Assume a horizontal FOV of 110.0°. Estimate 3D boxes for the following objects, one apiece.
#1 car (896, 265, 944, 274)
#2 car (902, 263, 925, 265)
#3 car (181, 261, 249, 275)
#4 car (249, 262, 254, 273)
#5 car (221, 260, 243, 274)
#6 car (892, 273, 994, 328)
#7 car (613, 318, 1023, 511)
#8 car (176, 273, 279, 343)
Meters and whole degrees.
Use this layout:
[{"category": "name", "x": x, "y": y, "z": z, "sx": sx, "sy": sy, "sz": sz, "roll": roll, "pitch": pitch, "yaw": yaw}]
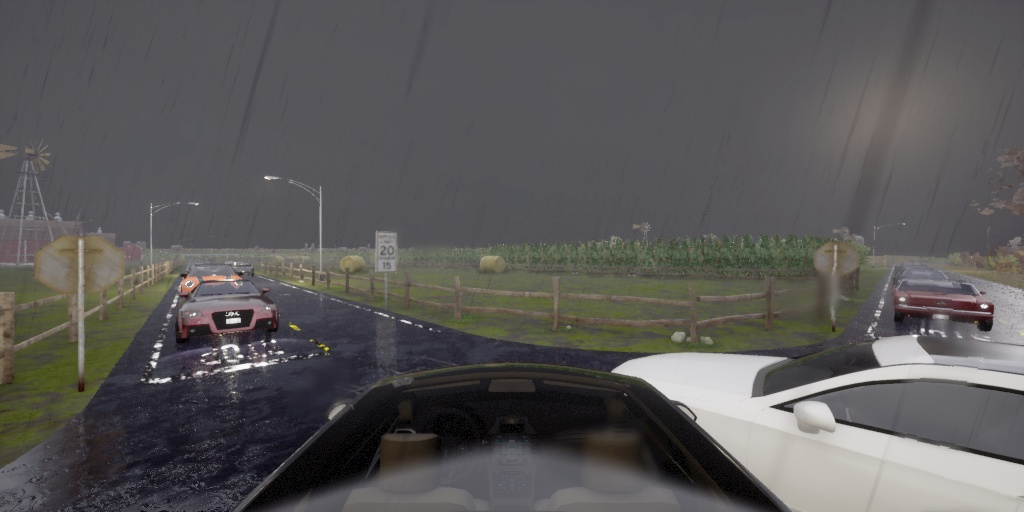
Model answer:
[{"category": "car", "x": 20.594, "y": 1.361, "z": 18.000, "sx": 5.357, "sy": 1.411, "sz": 2.033, "roll": 0, "pitch": 1, "yaw": -43}, {"category": "car", "x": 27.349, "y": 1.398, "z": 24.255, "sx": 4.181, "sy": 1.385, "sz": 1.994, "roll": 0, "pitch": 1, "yaw": -43}, {"category": "car", "x": -13.718, "y": 1.138, "z": 16.444, "sx": 2.097, "sy": 1.767, "sz": 4.553, "roll": 0, "pitch": 0, "yaw": -42}, {"category": "car", "x": -26.983, "y": 1.280, "z": 35.673, "sx": 2.128, "sy": 1.511, "sz": 4.902, "roll": 0, "pitch": 0, "yaw": -41}, {"category": "car", "x": -33.704, "y": 1.300, "z": 43.131, "sx": 1.837, "sy": 1.490, "sz": 4.892, "roll": 0, "pitch": 0, "yaw": -41}, {"category": "car", "x": 13.517, "y": 1.397, "z": 11.437, "sx": 4.718, "sy": 1.301, "sz": 1.895, "roll": 0, "pitch": 1, "yaw": -43}, {"category": "car", "x": 2.838, "y": 1.294, "z": 2.375, "sx": 1.812, "sy": 1.442, "sz": 4.674, "roll": 0, "pitch": 1, "yaw": -44}, {"category": "car", "x": -7.941, "y": 1.354, "z": 9.961, "sx": 1.994, "sy": 1.385, "sz": 4.181, "roll": 0, "pitch": 0, "yaw": -43}]
